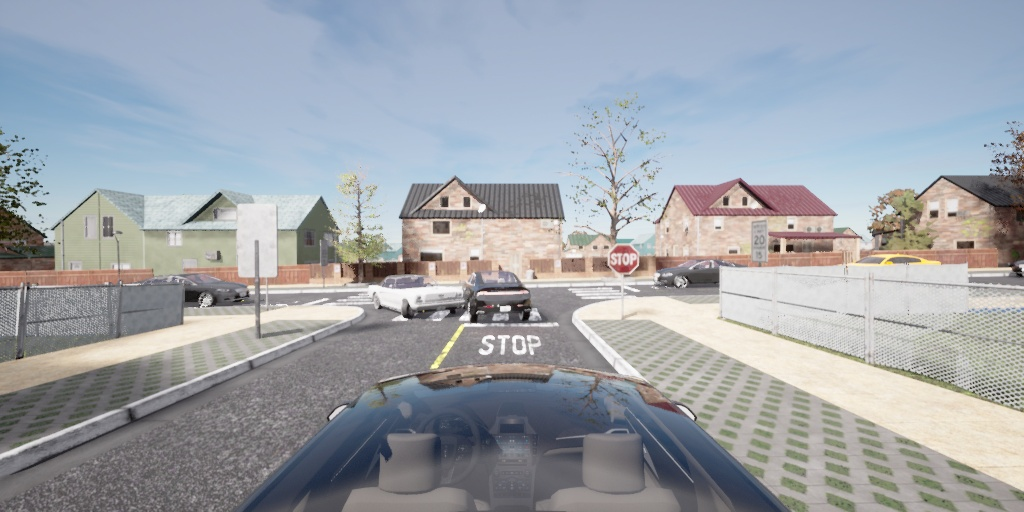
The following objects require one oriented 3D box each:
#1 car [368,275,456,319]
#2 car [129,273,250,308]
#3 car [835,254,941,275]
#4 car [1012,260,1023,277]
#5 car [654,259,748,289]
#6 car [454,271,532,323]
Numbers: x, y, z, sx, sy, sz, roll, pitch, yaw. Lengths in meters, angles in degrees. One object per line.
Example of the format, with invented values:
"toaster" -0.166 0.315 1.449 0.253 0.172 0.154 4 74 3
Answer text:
"car" -3.604 1.365 13.087 1.895 1.301 4.718 0 0 -38
"car" -14.903 1.560 16.581 4.902 1.511 2.128 -1 1 0
"car" 20.368 0.671 19.679 5.008 1.535 1.882 -1 1 0
"car" 30.749 0.441 19.718 4.902 1.511 2.128 -1 1 0
"car" 10.328 0.921 19.638 4.902 1.511 2.128 -1 1 0
"car" -0.688 1.240 12.228 2.128 1.511 4.902 0 0 -12
